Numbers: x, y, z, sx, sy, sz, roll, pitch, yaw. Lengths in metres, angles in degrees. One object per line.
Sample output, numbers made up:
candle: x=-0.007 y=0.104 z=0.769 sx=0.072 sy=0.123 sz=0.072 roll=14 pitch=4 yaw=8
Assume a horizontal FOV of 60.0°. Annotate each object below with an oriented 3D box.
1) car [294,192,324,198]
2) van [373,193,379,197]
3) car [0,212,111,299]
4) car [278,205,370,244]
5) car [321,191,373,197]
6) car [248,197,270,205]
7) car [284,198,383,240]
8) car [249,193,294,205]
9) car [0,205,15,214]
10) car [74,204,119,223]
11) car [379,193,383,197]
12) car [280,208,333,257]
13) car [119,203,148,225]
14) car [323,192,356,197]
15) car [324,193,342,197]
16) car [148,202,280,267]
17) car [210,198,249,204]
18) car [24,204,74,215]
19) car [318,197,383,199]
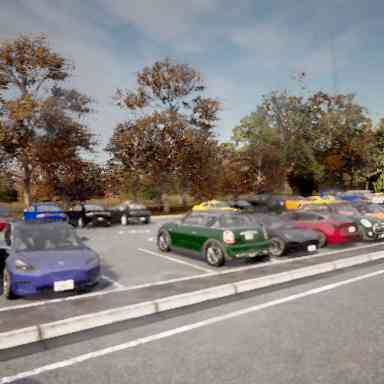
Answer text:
car: x=11.165 y=1.194 z=35.490 sx=2.185 sy=1.767 sz=4.553 roll=-1 pitch=1 yaw=-35
van: x=20.476 y=0.825 z=41.820 sx=1.878 sy=1.987 sz=4.442 roll=-2 pitch=1 yaw=-35
car: x=-4.013 y=1.524 z=8.842 sx=2.163 sy=1.488 sz=4.792 roll=0 pitch=0 yaw=-35
car: x=5.098 y=1.557 z=15.284 sx=2.163 sy=1.488 sz=4.792 roll=0 pitch=0 yaw=-35
car: x=18.143 y=0.867 z=40.297 sx=2.435 sy=2.045 sz=5.566 roll=-2 pitch=1 yaw=-35
car: x=4.323 y=1.459 z=30.674 sx=2.097 sy=1.535 sz=5.008 roll=-1 pitch=0 yaw=-35
car: x=7.380 y=1.389 z=16.882 sx=2.185 sy=1.767 sz=4.553 roll=-1 pitch=0 yaw=-35
car: x=6.593 y=1.170 z=32.289 sx=2.435 sy=2.045 sz=5.566 roll=-1 pitch=1 yaw=-35
car: x=-11.657 y=1.518 z=19.458 sx=2.163 sy=1.488 sz=4.792 roll=1 pitch=0 yaw=-35
car: x=-7.096 y=1.524 z=22.676 sx=2.097 sy=1.535 sz=5.008 roll=0 pitch=0 yaw=-35
car: x=24.976 y=0.955 z=45.112 sx=2.002 sy=1.452 sz=4.674 roll=-2 pitch=1 yaw=-35
car: x=2.846 y=1.561 z=13.639 sx=2.163 sy=1.488 sz=4.792 roll=0 pitch=0 yaw=-35
car: x=-4.704 y=1.529 z=24.347 sx=2.231 sy=1.521 sz=4.892 roll=0 pitch=0 yaw=-35
car: x=15.744 y=1.183 z=38.880 sx=1.946 sy=1.575 sz=5.366 roll=-2 pitch=1 yaw=-35
car: x=13.471 y=1.257 z=37.057 sx=2.097 sy=1.535 sz=5.008 roll=-2 pitch=1 yaw=-35
car: x=0.563 y=1.402 z=12.040 sx=2.185 sy=1.767 sz=4.553 roll=0 pitch=0 yaw=-35
car: x=2.147 y=1.486 z=28.919 sx=1.946 sy=1.575 sz=5.366 roll=-1 pitch=0 yaw=-35
car: x=-9.383 y=1.510 z=21.077 sx=2.097 sy=1.535 sz=5.008 roll=0 pitch=0 yaw=-35
car: x=9.658 y=1.366 z=18.476 sx=2.185 sy=1.767 sz=4.553 roll=-1 pitch=0 yaw=-35
